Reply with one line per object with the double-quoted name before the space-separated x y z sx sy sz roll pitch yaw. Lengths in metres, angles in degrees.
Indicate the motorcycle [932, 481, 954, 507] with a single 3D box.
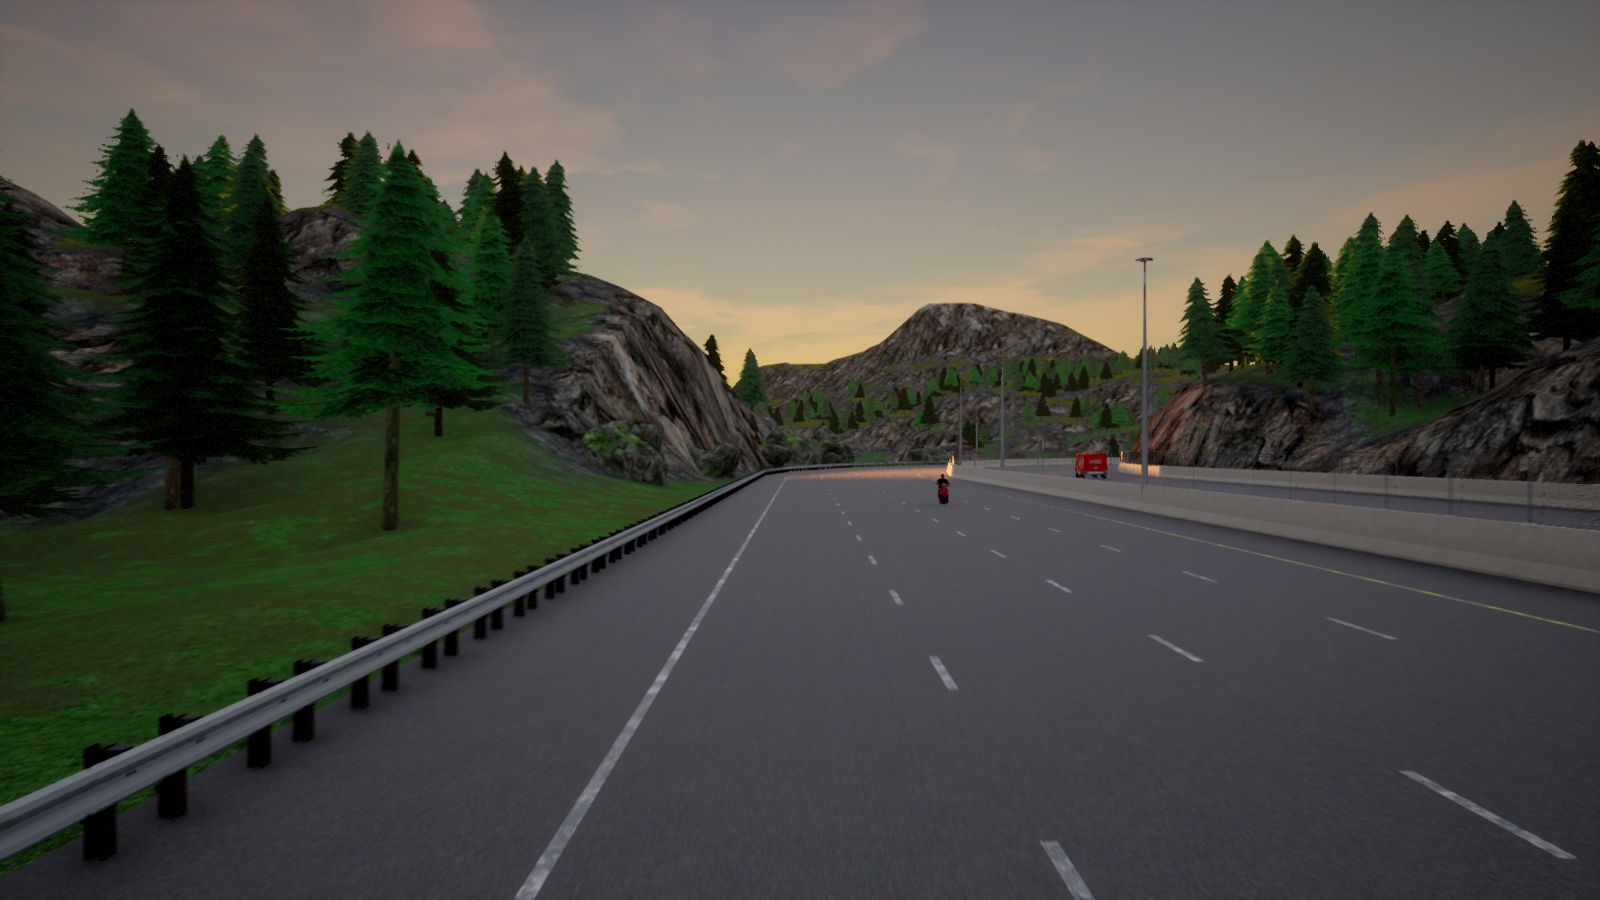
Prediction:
"motorcycle" 7.197 2.183 57.552 0.856 1.236 1.805 0 0 0
